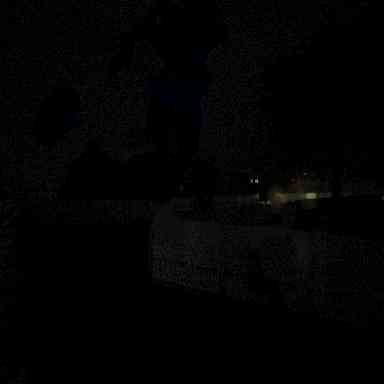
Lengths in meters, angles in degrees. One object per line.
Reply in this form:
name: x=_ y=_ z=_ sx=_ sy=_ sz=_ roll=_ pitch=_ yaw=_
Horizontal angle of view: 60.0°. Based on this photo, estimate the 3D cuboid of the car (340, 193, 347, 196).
car: x=23.189 y=0.935 z=51.646 sx=2.097 sy=1.767 sz=4.553 roll=0 pitch=0 yaw=36

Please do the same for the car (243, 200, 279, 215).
car: x=6.082 y=1.333 z=27.995 sx=2.033 sy=1.411 sz=5.357 roll=0 pitch=0 yaw=36
